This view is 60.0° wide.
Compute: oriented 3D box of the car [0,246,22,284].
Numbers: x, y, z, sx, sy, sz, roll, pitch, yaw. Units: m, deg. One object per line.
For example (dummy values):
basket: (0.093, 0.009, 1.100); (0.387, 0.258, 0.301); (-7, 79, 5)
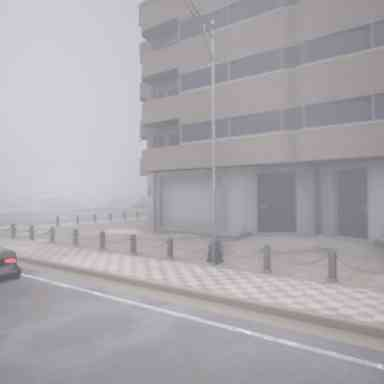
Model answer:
car: (-6.491, 1.649, 8.504); (5.357, 1.411, 2.033); (-1, 0, 35)

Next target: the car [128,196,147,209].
car: (-7.274, 1.769, 52.097); (2.097, 1.767, 4.553); (-1, 0, 35)

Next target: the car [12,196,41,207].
car: (-36.613, 1.937, 73.873); (1.932, 1.855, 4.605); (-1, 0, 35)

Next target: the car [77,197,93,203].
car: (-28.893, 2.209, 89.880); (1.970, 1.475, 3.806); (-1, 0, 35)

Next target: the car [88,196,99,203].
car: (-26.535, 1.941, 88.204); (1.905, 1.878, 3.866); (-1, 0, 35)

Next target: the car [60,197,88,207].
car: (-22.749, 2.010, 64.209); (1.970, 1.475, 3.806); (-1, 0, 35)

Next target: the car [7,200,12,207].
car: (-38.942, 2.177, 75.593); (1.784, 1.438, 3.905); (-1, 0, 35)

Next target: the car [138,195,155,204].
car: (-10.476, 1.744, 76.928); (1.905, 1.878, 3.866); (-1, 0, 35)
